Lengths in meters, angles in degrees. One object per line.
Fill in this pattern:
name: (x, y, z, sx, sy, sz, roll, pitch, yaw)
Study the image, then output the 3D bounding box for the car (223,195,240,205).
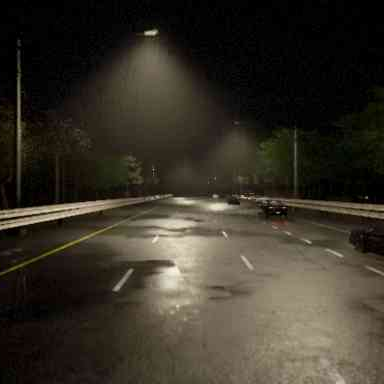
car: (7.148, 1.581, 58.288, 1.994, 1.385, 4.181, 0, 0, 0)

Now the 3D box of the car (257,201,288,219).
car: (7.047, 1.499, 29.516, 2.128, 1.511, 4.902, 0, 0, 0)

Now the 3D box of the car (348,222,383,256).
car: (7.006, 1.550, 10.494, 2.033, 1.411, 5.357, 0, 0, 0)
